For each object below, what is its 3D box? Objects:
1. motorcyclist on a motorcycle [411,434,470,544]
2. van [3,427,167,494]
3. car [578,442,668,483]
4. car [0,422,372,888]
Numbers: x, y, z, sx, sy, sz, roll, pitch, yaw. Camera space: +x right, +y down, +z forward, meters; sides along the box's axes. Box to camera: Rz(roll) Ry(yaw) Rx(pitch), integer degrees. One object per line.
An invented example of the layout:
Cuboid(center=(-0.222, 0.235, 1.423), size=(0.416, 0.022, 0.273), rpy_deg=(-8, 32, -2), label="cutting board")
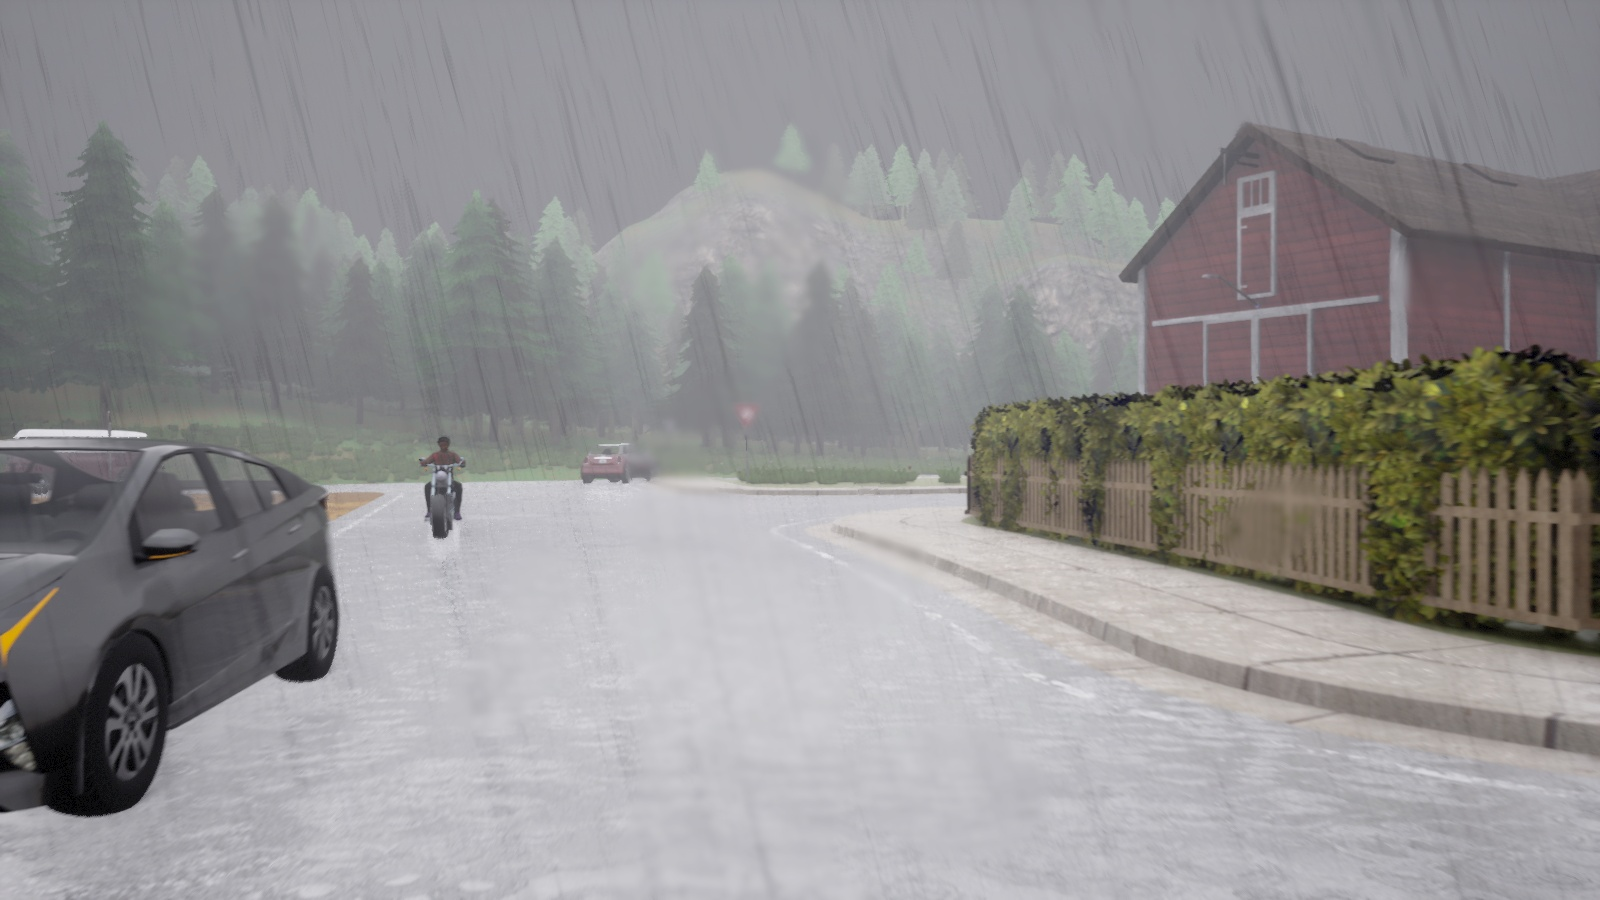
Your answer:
Cuboid(center=(-5.735, 0.574, 20.158), size=(0.766, 1.649, 2.350), rpy_deg=(0, 1, -12), label="motorcyclist on a motorcycle")
Cuboid(center=(-22.946, 0.313, 40.428), size=(4.480, 2.038, 2.069), rpy_deg=(0, 0, -30), label="van")
Cuboid(center=(-6.654, 0.474, 47.539), size=(1.970, 1.475, 3.806), rpy_deg=(0, -1, 16), label="car")
Cuboid(center=(-3.739, 0.656, 6.266), size=(2.007, 1.525, 4.514), rpy_deg=(0, 0, -5), label="car")
